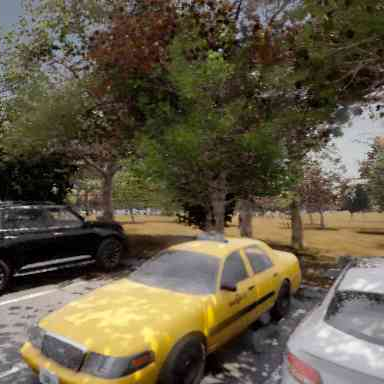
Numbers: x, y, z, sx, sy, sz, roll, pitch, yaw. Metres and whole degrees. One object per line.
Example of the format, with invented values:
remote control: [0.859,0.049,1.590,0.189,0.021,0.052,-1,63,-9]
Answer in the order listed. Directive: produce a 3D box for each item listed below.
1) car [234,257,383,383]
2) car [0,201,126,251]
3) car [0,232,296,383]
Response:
car: [2.529,1.521,3.951,2.002,1.452,4.674,0,0,36]
car: [-4.214,1.252,8.809,2.435,2.045,5.566,0,0,36]
car: [0.169,1.485,5.413,1.946,1.575,5.366,0,0,36]
